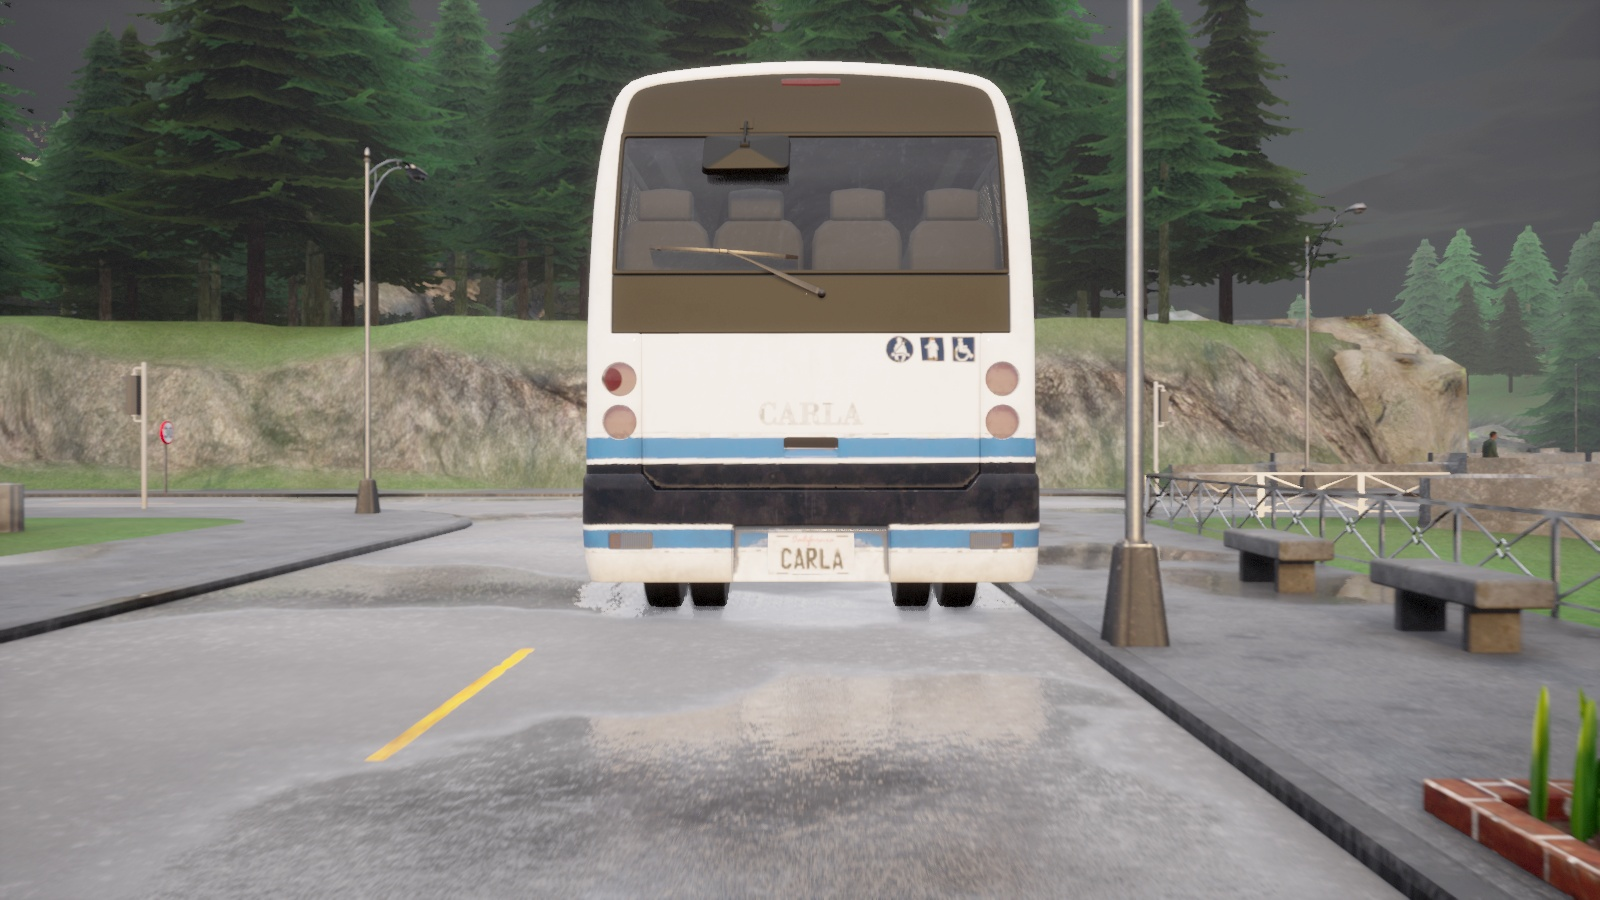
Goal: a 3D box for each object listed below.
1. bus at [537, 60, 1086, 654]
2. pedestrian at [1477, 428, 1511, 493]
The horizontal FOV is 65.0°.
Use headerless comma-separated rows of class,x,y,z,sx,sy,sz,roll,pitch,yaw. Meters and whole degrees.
bus,0.110,-0.687,14.152,3.944,4.253,10.273,0,0,0
pedestrian,20.831,0.321,37.715,0.788,1.949,0.423,0,0,1
